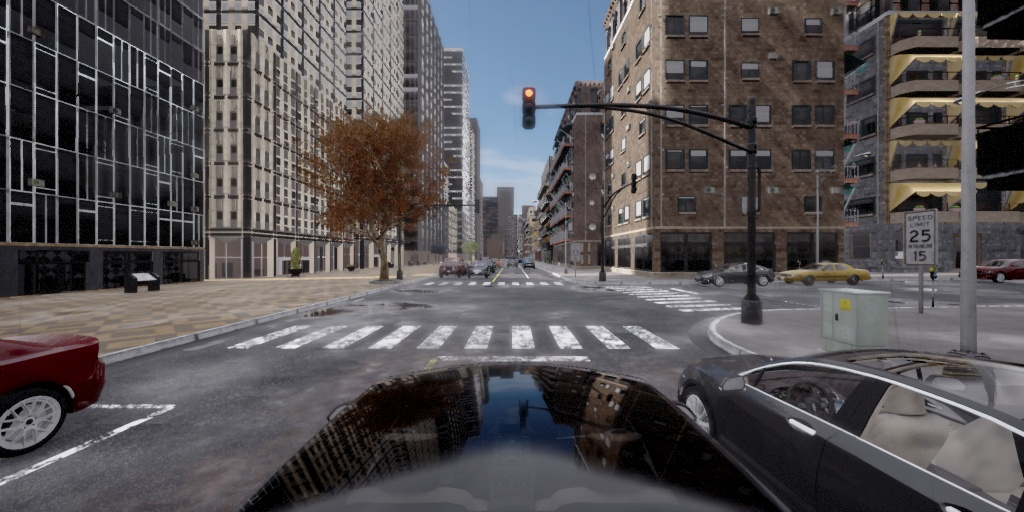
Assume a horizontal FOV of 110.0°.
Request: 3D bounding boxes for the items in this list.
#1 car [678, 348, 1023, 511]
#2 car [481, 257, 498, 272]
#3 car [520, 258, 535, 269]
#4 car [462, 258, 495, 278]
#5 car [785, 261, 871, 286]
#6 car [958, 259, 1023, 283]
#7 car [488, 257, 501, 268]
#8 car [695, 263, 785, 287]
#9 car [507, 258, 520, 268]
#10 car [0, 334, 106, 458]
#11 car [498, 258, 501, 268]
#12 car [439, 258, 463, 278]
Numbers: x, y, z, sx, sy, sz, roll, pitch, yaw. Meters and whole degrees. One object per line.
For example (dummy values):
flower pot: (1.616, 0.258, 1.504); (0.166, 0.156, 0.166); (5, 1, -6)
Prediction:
car: (2.689, 1.300, 2.319); (2.007, 1.370, 4.403); (0, 0, 0)
car: (-3.092, 1.123, 43.370); (2.097, 1.767, 4.553); (0, 0, 0)
car: (2.698, 1.349, 56.798); (1.948, 1.339, 4.313); (0, 0, 0)
car: (-3.096, 1.255, 34.198); (2.128, 1.511, 4.902); (0, 0, 0)
car: (18.834, 0.993, 21.788); (4.829, 1.417, 1.751); (0, 0, -1)
car: (30.139, 0.859, 21.901); (4.507, 1.381, 1.888); (0, 0, -1)
car: (-3.039, 1.143, 63.105); (2.097, 1.767, 4.553); (0, 0, 1)
car: (13.437, 1.095, 21.734); (4.403, 1.370, 2.007); (0, 0, -1)
car: (0.111, 1.284, 64.089); (2.128, 1.511, 4.902); (0, 0, 0)
car: (-5.692, 1.295, 2.321); (1.888, 1.381, 4.507); (0, 0, 0)
car: (-3.086, 1.380, 53.088); (1.895, 1.301, 4.718); (0, 0, 0)
car: (-5.687, 1.079, 34.708); (2.192, 1.841, 5.009); (0, 0, 0)
